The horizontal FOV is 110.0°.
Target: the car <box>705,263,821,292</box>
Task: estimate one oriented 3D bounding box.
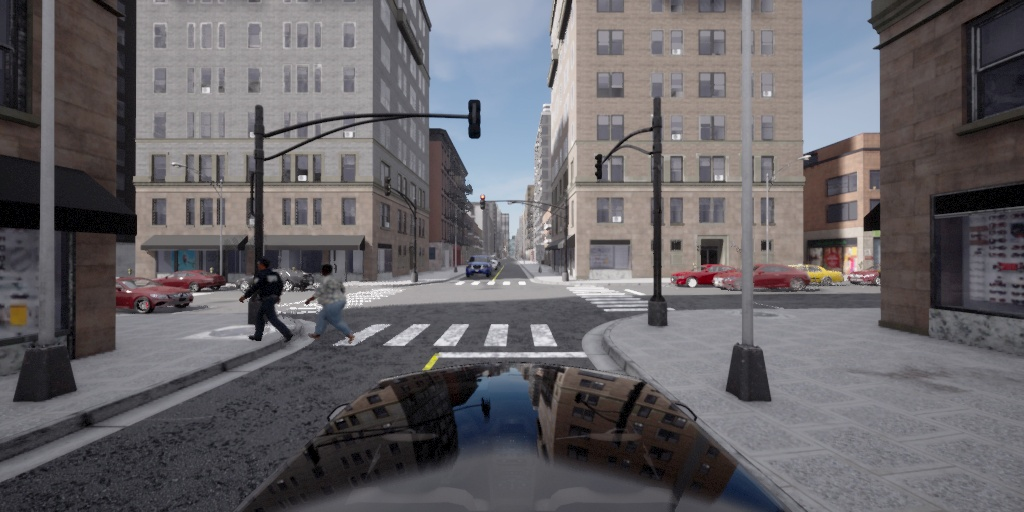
[{"bbox_3d":[13.345,1.146,19.277,4.674,1.442,1.812,-1,0,0],"label":"car"}]

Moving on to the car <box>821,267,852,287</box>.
[{"bbox_3d":[17.452,1.117,22.004,4.829,1.417,1.751,0,0,0],"label":"car"}]

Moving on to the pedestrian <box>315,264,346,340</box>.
[{"bbox_3d":[-4.118,1.043,8.151,0.375,1.860,0.375,0,0,0],"label":"pedestrian"}]

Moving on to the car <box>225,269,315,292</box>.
[{"bbox_3d":[-14.633,1.457,22.209,4.403,1.370,2.007,0,0,0],"label":"car"}]

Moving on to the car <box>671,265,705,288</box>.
[{"bbox_3d":[12.130,1.189,22.038,4.507,1.381,1.888,0,0,0],"label":"car"}]

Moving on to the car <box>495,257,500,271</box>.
[{"bbox_3d":[-3.124,0.938,48.876,2.150,2.045,5.566,0,0,0],"label":"car"}]

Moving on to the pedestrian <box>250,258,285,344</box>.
[{"bbox_3d":[-5.145,0.892,7.551,0.375,1.860,0.375,0,0,0],"label":"pedestrian"}]

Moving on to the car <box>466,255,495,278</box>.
[{"bbox_3d":[-3.120,0.959,34.684,2.150,2.045,5.566,0,0,0],"label":"car"}]

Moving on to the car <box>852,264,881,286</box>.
[{"bbox_3d":[23.116,1.121,21.968,4.207,1.307,1.802,0,0,0],"label":"car"}]

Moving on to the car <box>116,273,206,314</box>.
[{"bbox_3d":[-14.661,1.451,13.683,4.207,1.307,1.802,0,0,0],"label":"car"}]

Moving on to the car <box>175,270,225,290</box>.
[{"bbox_3d":[-20.161,1.544,22.244,4.207,1.307,1.802,0,0,0],"label":"car"}]
